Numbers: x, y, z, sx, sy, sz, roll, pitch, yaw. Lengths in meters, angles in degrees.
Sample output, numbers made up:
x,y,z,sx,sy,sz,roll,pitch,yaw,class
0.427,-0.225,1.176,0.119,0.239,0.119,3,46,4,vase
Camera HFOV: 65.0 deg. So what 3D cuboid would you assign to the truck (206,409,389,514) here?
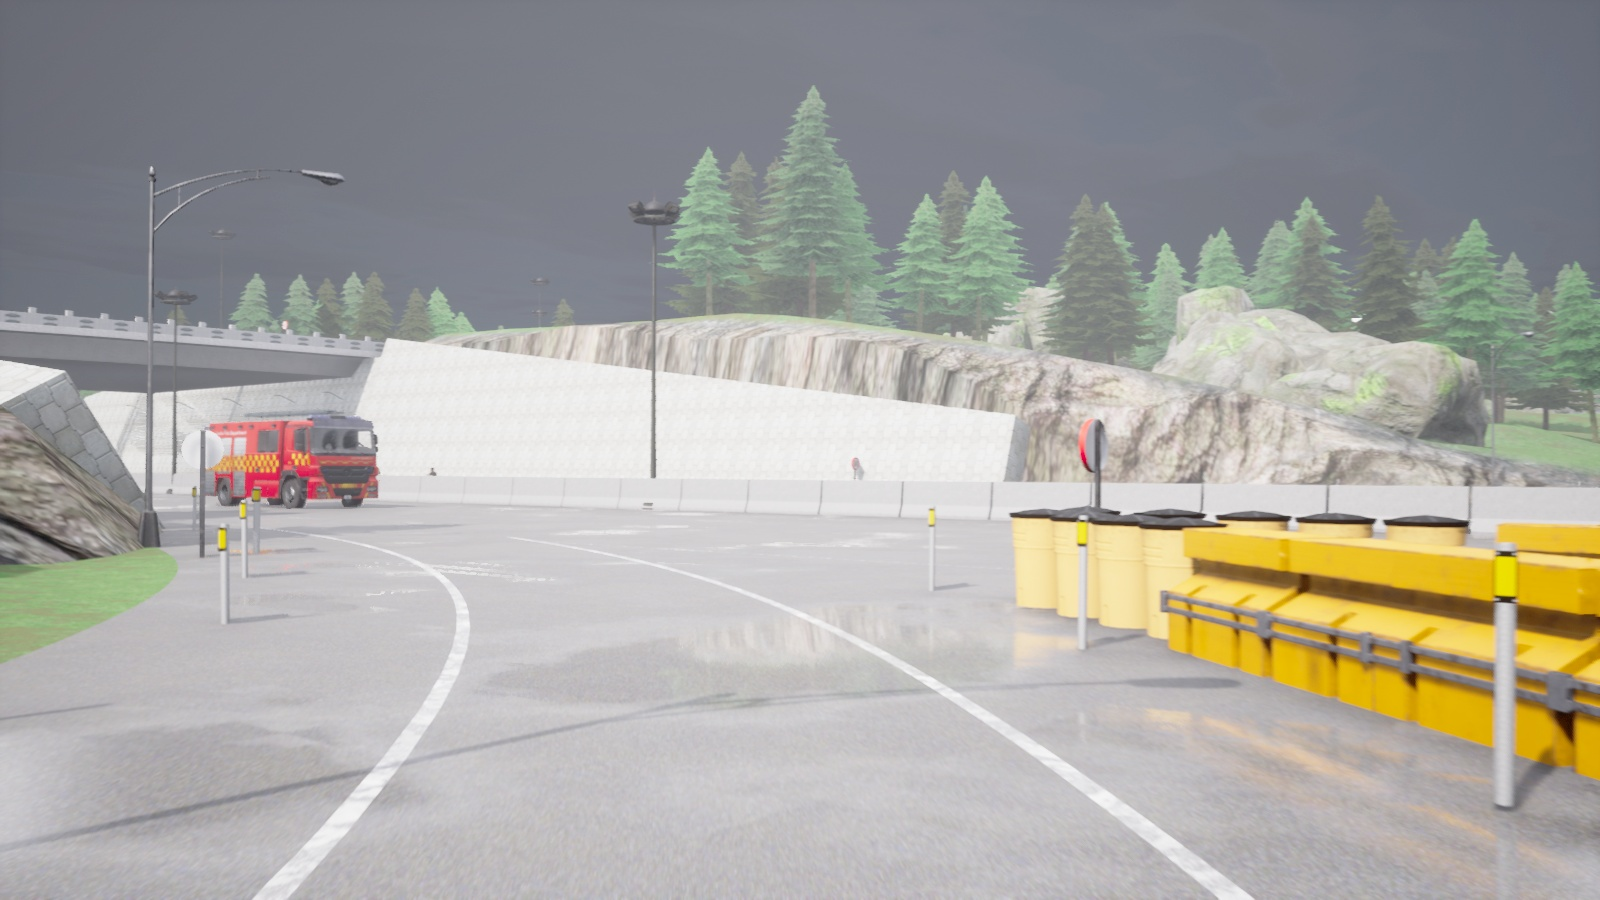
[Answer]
x,y,z,sx,sy,sz,roll,pitch,yaw,class
-19.949,0.501,49.544,8.468,3.827,2.891,-1,-1,39,truck
